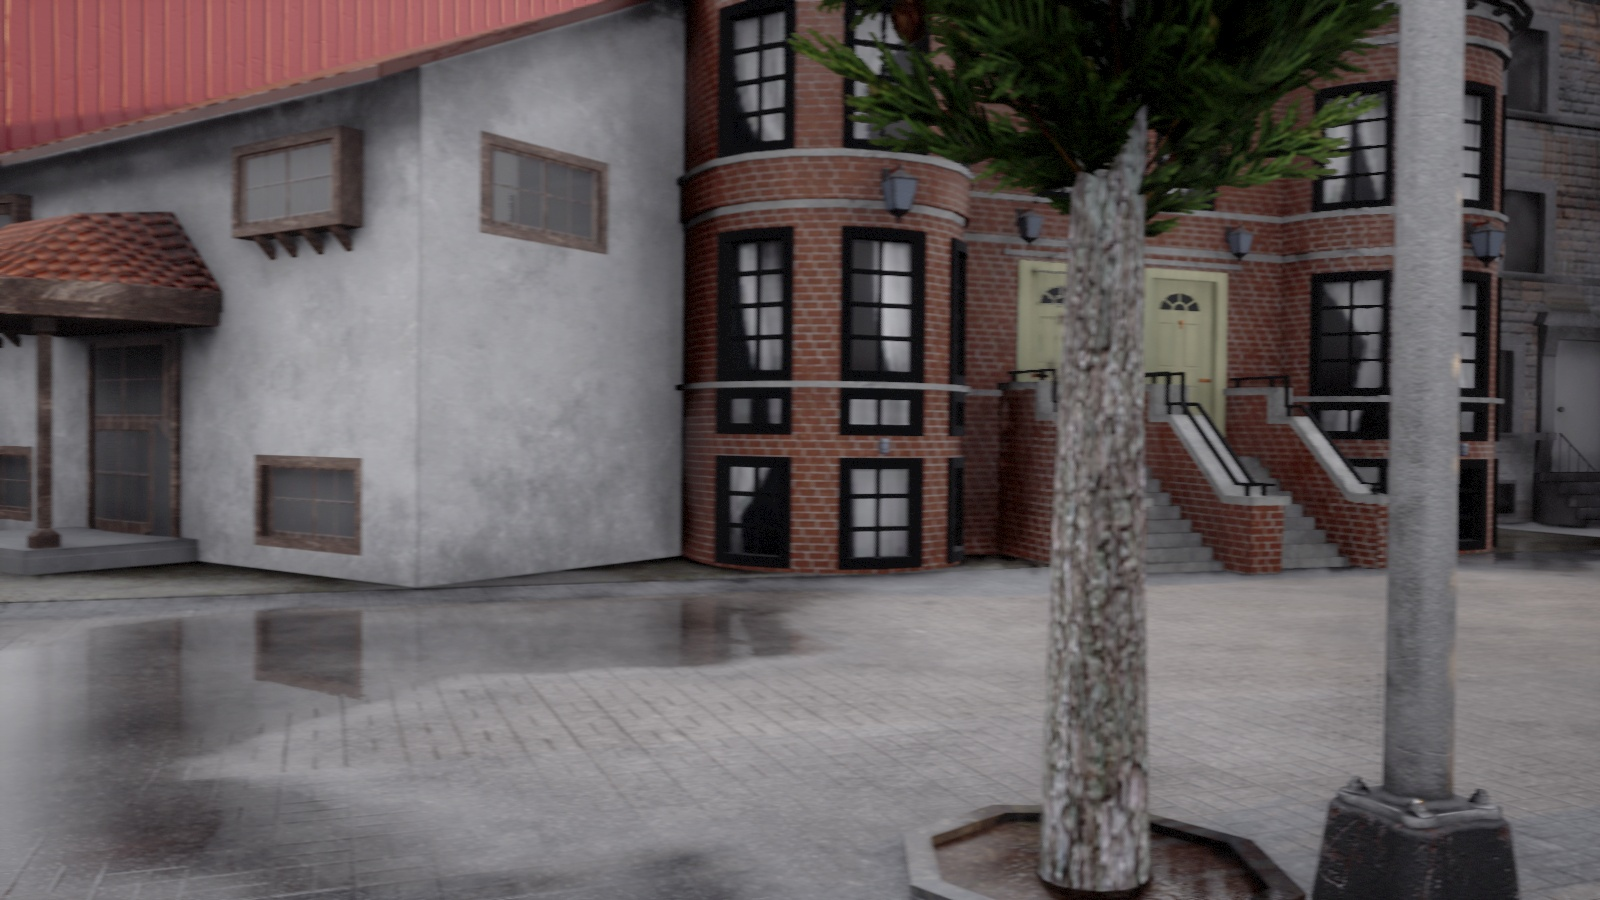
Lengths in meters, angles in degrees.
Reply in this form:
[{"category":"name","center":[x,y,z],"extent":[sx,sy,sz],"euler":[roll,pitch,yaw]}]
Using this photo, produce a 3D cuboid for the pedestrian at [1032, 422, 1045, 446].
[{"category":"pedestrian","center":[18.439,-1.273,97.026],"extent":[0.634,1.844,0.899],"euler":[-1,1,-21]}]
